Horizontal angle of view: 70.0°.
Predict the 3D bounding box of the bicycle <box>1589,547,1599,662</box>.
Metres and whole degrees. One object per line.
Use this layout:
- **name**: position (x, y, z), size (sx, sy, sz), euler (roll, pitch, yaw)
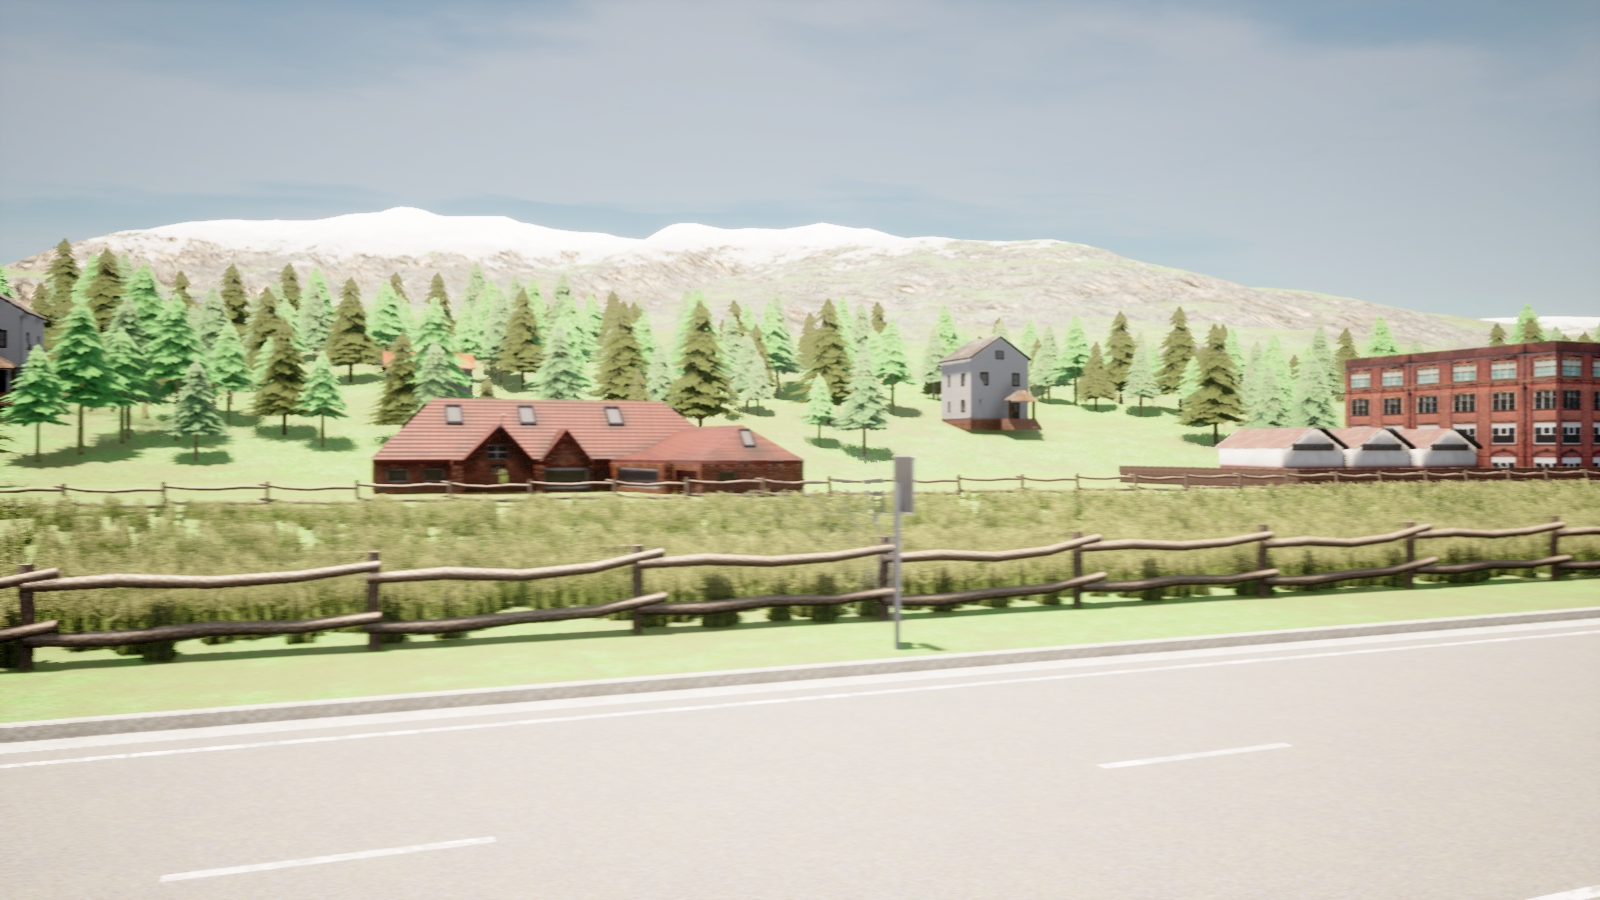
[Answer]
- **bicycle**: position (11.296, 2.036, 15.259), size (1.643, 1.496, 0.373), euler (0, 0, -21)
